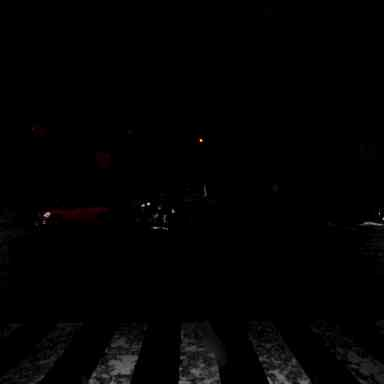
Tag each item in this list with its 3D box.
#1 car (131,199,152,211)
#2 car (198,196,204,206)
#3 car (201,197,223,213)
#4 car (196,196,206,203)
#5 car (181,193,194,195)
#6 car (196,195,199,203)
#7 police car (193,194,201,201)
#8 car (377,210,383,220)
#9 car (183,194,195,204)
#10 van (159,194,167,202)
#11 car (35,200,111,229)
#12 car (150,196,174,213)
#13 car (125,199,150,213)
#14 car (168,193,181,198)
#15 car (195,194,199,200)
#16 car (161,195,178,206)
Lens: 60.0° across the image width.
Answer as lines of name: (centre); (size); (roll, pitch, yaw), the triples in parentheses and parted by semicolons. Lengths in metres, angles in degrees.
car: (-6.191, 1.557, 41.214); (2.008, 1.369, 4.403); (0, 0, -1)
car: (2.253, 1.553, 47.223); (1.887, 1.381, 4.507); (0, 0, -1)
car: (2.402, 1.556, 36.335); (2.008, 1.369, 4.403); (0, 0, -1)
car: (1.899, 1.589, 73.116); (1.947, 1.339, 4.313); (0, 0, -1)
car: (-0.891, 1.549, 75.527); (2.128, 1.511, 4.902); (0, 0, -1)
car: (2.179, 1.562, 52.667); (2.008, 1.369, 4.403); (0, 0, -1)
police car: (1.267, 1.463, 90.513); (1.930, 1.638, 5.238); (0, 0, -1)
car: (14.725, 1.249, 20.978); (5.357, 1.411, 2.033); (-1, 0, -1)
car: (-0.660, 1.619, 65.599); (1.895, 1.301, 4.718); (0, 0, -1)
van: (-6.687, 1.368, 77.435); (1.690, 1.788, 3.998); (0, 0, -1)
car: (-7.848, 1.391, 22.051); (4.553, 1.767, 2.097); (-1, -1, -38)
car: (-3.478, 1.498, 37.769); (2.128, 1.511, 4.902); (0, 0, -1)
car: (-6.122, 1.556, 36.222); (2.008, 1.369, 4.403); (0, 0, -1)
car: (-3.810, 1.417, 69.291); (1.882, 1.535, 5.008); (0, 0, -1)
car: (2.043, 1.567, 62.538); (2.008, 1.369, 4.403); (0, 0, -1)
car: (-3.673, 1.612, 52.338); (1.895, 1.301, 4.718); (0, 0, -1)
